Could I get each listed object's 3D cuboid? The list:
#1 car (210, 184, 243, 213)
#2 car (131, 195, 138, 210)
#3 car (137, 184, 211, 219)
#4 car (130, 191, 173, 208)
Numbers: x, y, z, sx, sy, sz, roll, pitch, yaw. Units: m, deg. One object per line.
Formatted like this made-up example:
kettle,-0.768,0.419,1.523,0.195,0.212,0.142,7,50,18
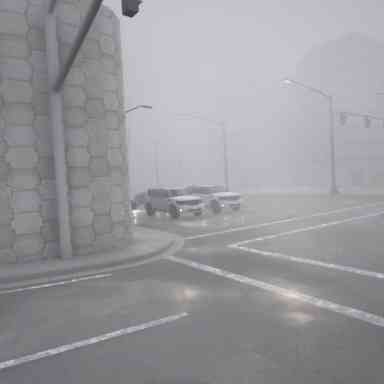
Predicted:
car,1.418,0.421,25.669,2.150,2.045,5.566,-5,3,-35
car,-6.850,0.997,31.344,1.994,1.385,4.181,-5,3,-35
car,-1.427,0.658,23.644,2.150,2.045,5.566,-5,3,-35
car,-4.200,0.688,33.643,2.128,1.511,4.902,-5,3,-35
